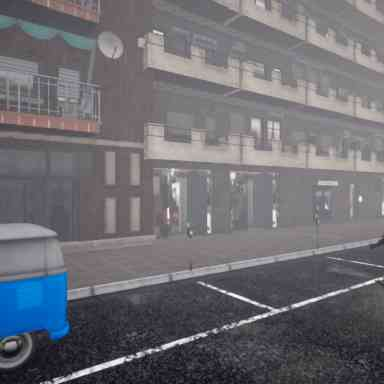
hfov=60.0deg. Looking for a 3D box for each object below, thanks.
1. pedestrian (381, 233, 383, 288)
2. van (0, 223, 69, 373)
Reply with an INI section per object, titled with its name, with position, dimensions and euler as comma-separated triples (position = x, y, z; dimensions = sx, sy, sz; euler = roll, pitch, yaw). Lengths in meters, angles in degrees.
[pedestrian]
position = 4.496, 1.293, 7.301
dimensions = 0.375, 1.860, 0.375
euler = 0, 0, -36
[van]
position = -3.587, 1.341, 4.005
dimensions = 3.998, 1.788, 1.690
euler = 0, 0, -36
